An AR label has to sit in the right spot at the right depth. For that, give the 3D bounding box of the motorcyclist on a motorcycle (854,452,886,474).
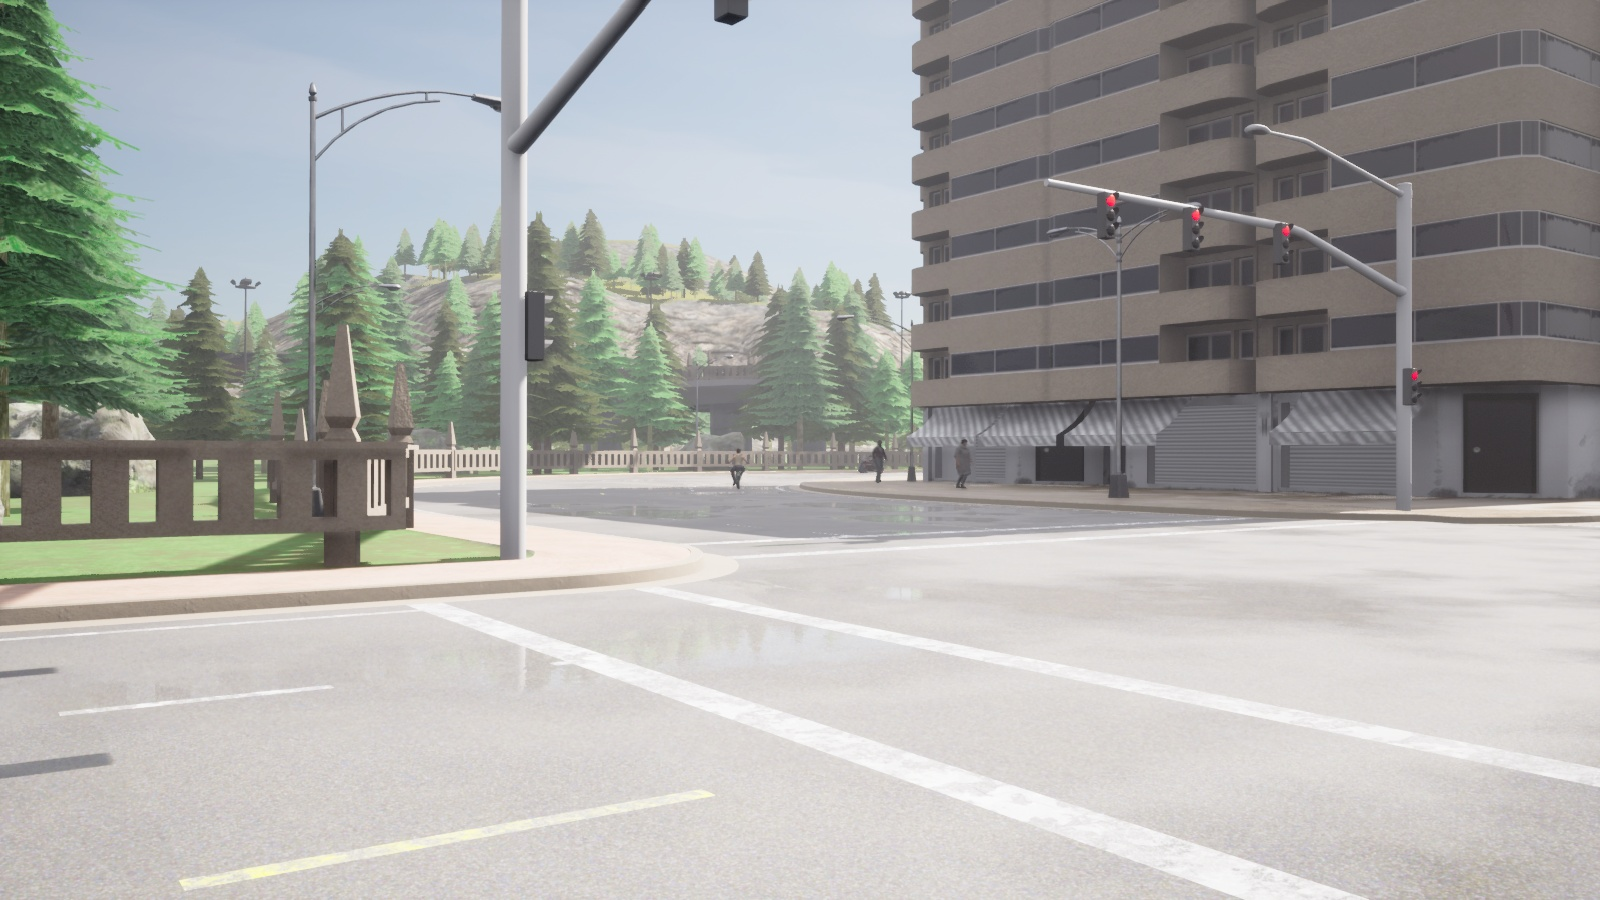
[{"bbox_3d":[4.965,0.930,88.465,2.191,1.530,0.866,0,0,-36],"label":"motorcyclist on a motorcycle"}]

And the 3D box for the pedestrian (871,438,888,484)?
[{"bbox_3d":[3.396,0.465,53.548,0.402,1.930,0.666,0,0,-30],"label":"pedestrian"}]

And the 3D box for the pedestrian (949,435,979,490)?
[{"bbox_3d":[5.939,0.442,45.566,0.659,1.952,0.873,0,0,-37],"label":"pedestrian"}]
